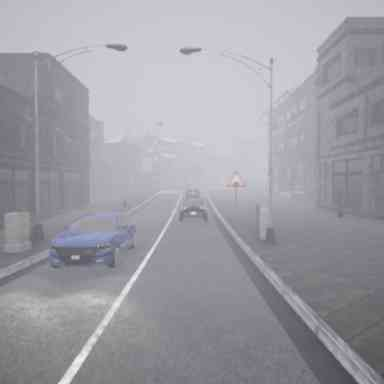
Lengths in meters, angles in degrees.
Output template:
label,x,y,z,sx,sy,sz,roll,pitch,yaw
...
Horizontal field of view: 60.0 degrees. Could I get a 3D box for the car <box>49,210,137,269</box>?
label,x,y,z,sx,sy,sz,roll,pitch,yaw
car,-3.103,1.445,11.340,1.882,1.535,5.008,0,1,0

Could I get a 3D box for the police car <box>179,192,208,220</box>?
label,x,y,z,sx,sy,sz,roll,pitch,yaw
police car,0.094,1.114,24.314,2.038,1.542,4.974,0,2,0

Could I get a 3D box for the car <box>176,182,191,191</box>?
label,x,y,z,sx,sy,sz,roll,pitch,yaw
car,-1.194,-1.063,59.439,2.128,1.511,4.902,1,3,23

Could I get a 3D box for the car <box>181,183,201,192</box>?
label,x,y,z,sx,sy,sz,roll,pitch,yaw
car,0.085,0.010,42.369,2.163,1.488,4.792,0,4,0
